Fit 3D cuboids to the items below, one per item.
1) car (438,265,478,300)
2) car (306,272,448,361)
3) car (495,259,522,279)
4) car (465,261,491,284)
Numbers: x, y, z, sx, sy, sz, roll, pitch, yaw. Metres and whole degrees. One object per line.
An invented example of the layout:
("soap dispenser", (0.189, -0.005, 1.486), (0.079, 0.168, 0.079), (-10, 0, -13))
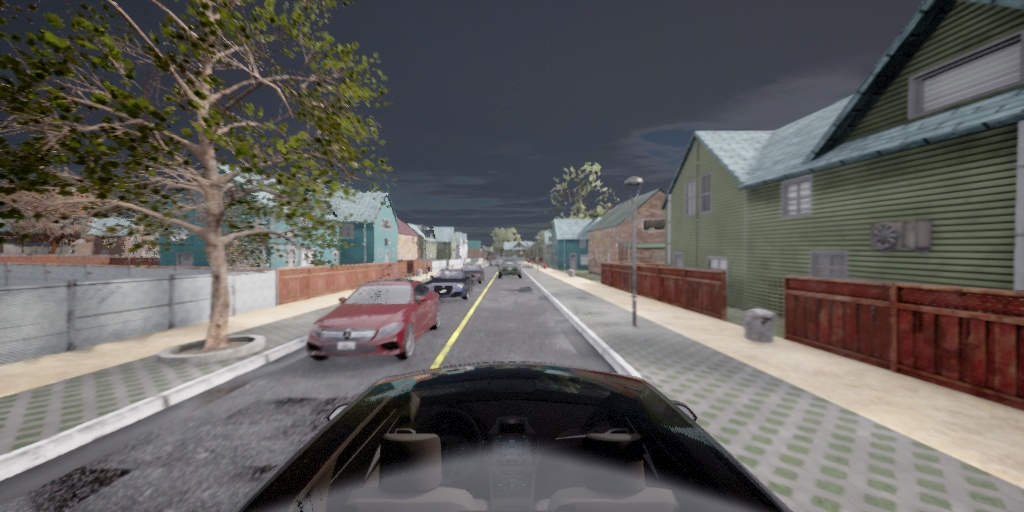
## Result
("car", (-2.974, 1.334, 17.480), (1.994, 1.385, 4.181), (0, 0, 0))
("car", (-2.885, 1.291, 8.513), (1.812, 1.442, 4.674), (0, 0, -1))
("car", (-0.195, 1.117, 33.520), (2.097, 1.767, 4.553), (0, 0, -1))
("car", (-3.040, 1.322, 27.532), (2.033, 1.411, 5.357), (0, 0, 0))
